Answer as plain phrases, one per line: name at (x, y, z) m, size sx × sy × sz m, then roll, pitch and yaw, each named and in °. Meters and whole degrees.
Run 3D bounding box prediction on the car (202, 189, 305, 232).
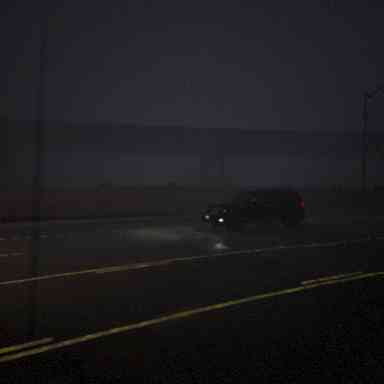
car at (3.287, 0.844, 17.355) m, size 5.566 × 2.045 × 2.150 m, roll -1°, pitch 1°, yaw -24°
